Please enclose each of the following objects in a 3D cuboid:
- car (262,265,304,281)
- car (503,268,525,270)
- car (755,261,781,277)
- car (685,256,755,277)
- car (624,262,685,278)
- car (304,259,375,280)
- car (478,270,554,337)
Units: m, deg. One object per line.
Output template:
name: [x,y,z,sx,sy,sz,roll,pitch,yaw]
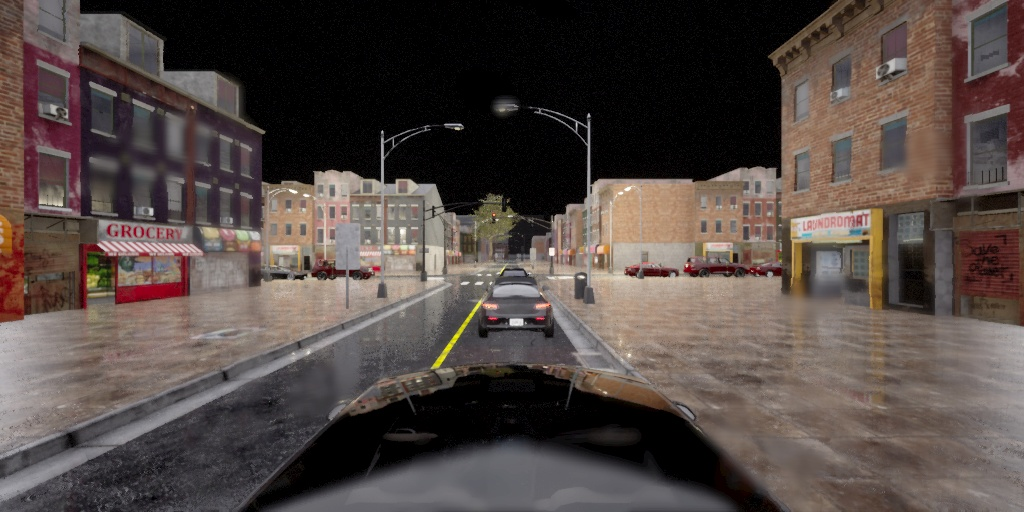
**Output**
car: [-19.880,1.473,30.693,4.313,1.339,1.948,0,0,0]
car: [0.104,1.322,18.887,1.994,1.385,4.181,0,0,0]
car: [22.822,1.142,30.758,4.507,1.381,1.888,0,0,0]
car: [17.388,0.948,30.750,5.009,1.841,2.192,0,0,0]
car: [11.954,1.217,30.741,4.507,1.381,1.888,0,0,0]
car: [-14.454,1.180,30.701,5.009,1.841,2.192,0,0,0]
car: [0.099,1.278,10.127,1.812,1.442,4.674,0,0,0]
